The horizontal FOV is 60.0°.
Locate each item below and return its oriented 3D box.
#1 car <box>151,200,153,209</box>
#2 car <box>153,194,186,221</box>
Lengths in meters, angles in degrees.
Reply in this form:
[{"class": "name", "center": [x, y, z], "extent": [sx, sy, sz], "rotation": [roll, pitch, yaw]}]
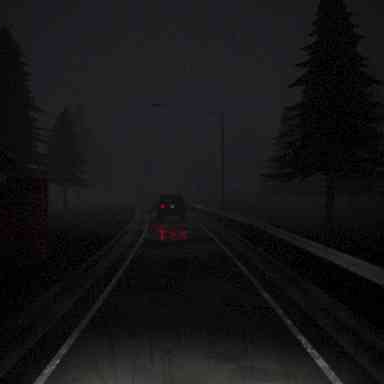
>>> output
[{"class": "car", "center": [-4.145, 1.467, 42.348], "extent": [1.812, 1.442, 4.674], "rotation": [0, 0, -9]}, {"class": "car", "center": [-1.771, 1.182, 26.874], "extent": [2.150, 2.045, 5.566], "rotation": [0, 0, -7]}]
